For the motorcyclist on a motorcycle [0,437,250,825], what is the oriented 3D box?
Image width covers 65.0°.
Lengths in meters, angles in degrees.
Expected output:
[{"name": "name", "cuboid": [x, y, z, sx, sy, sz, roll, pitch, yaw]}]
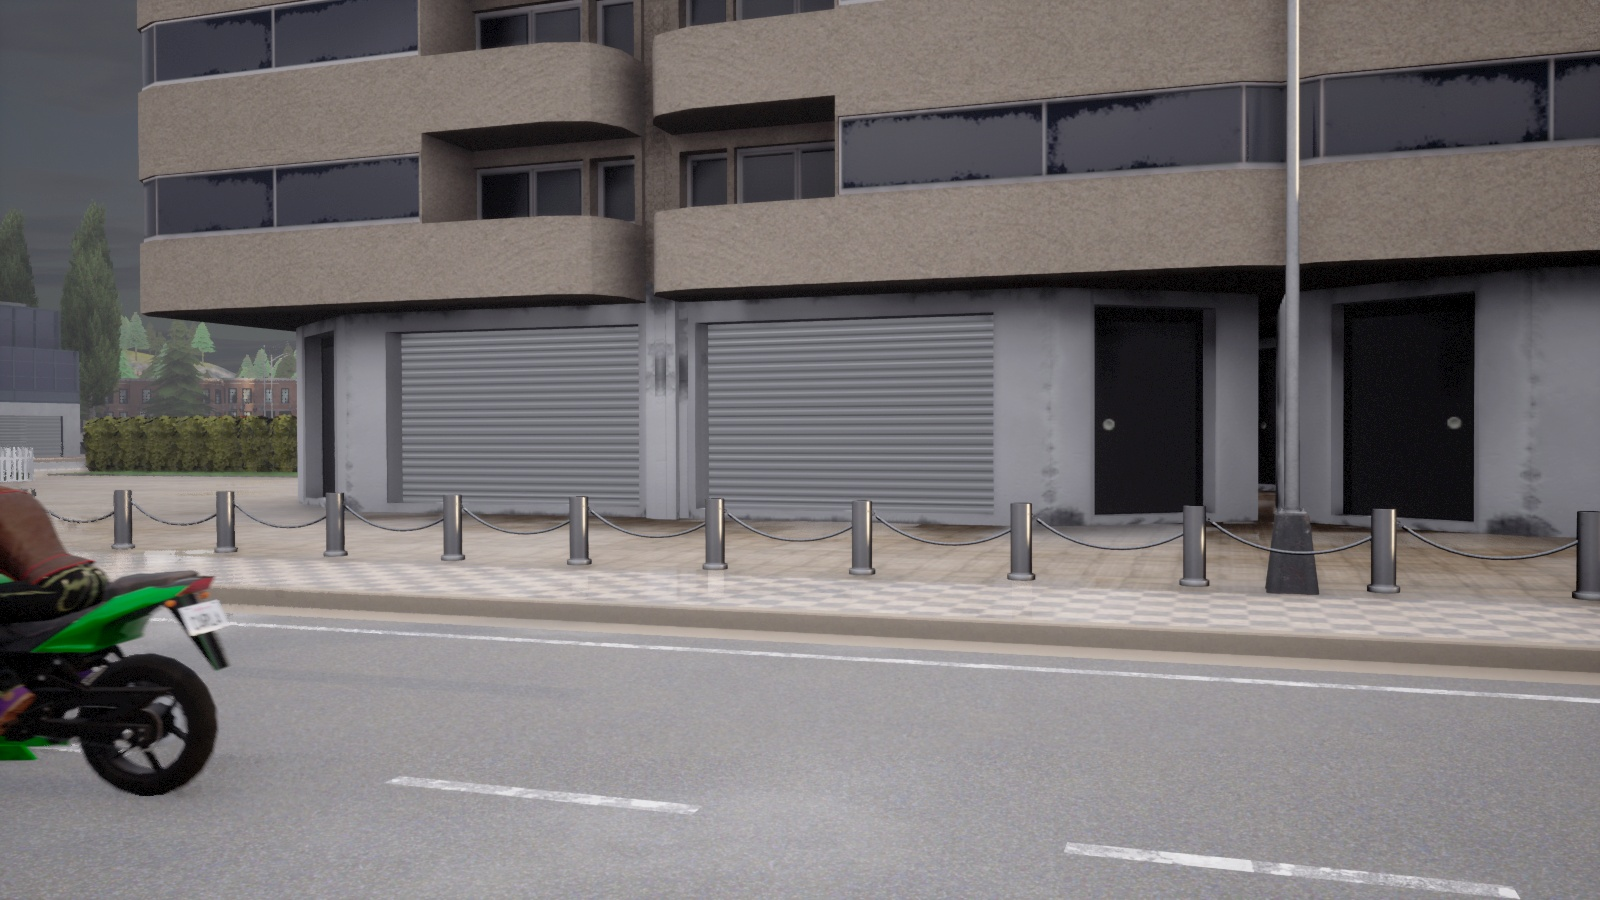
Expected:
[{"name": "motorcyclist on a motorcycle", "cuboid": [-3.565, 0.709, 5.413, 2.044, 1.523, 0.797, 0, 1, 4]}]
